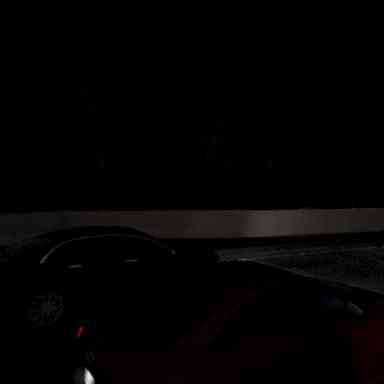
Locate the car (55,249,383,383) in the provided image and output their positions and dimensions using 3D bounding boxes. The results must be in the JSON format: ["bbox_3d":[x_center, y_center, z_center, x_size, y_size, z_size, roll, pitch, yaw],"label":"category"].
[{"bbox_3d":[0.844,1.541,3.852,4.181,1.385,1.994,0,0,-31],"label":"car"}]

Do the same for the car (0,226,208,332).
[{"bbox_3d":[-1.604,1.460,6.745,4.892,1.490,1.837,0,0,-32],"label":"car"}]
